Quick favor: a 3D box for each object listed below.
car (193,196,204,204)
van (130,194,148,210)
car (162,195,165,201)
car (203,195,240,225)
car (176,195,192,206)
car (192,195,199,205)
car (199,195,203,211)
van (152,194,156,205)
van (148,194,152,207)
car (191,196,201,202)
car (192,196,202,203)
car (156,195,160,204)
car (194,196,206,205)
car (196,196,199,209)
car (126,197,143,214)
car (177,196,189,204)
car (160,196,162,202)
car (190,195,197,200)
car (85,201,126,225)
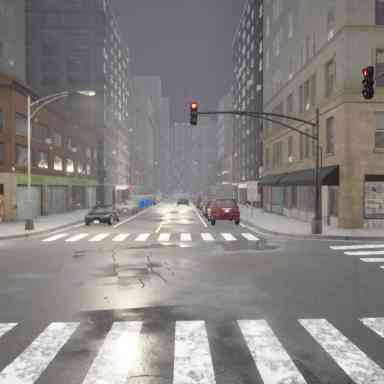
[{"bbox_3d":[1.151,1.559,63.179,1.947,1.339,4.313,-1,0,-2],"label":"car"},{"bbox_3d":[-6.768,1.343,40.609,1.690,1.788,3.998,-1,0,-2],"label":"van"},{"bbox_3d":[-7.689,1.427,74.111,1.967,1.590,4.097,-1,0,-2],"label":"car"},{"bbox_3d":[2.215,1.318,24.092,2.192,1.841,5.009,-1,0,-2],"label":"car"},{"bbox_3d":[-1.440,1.503,53.438,1.837,1.490,4.892,0,0,-2],"label":"car"},{"bbox_3d":[1.605,1.316,46.428,2.192,1.841,5.009,-1,0,-2],"label":"car"},{"bbox_3d":[2.063,1.318,29.677,2.192,1.841,5.009,-1,0,-2],"label":"car"},{"bbox_3d":[-7.076,1.340,51.777,1.690,1.788,3.998,-1,0,-2],"label":"van"},{"bbox_3d":[-6.922,1.342,46.194,1.690,1.788,3.998,-1,0,-2],"label":"van"},{"bbox_3d":[0.846,1.538,74.347,2.008,1.369,4.403,-1,0,-2],"label":"car"},{"bbox_3d":[0.999,1.556,68.763,1.947,1.339,4.313,-1,0,-2],"label":"car"},{"bbox_3d":[-7.230,1.311,57.361,2.192,1.841,5.009,-1,0,-2],"label":"car"},{"bbox_3d":[1.298,1.521,57.766,1.752,1.417,4.829,-1,0,-2],"label":"car"},{"bbox_3d":[1.756,1.527,41.014,1.752,1.417,4.829,-1,0,-2],"label":"car"},{"bbox_3d":[-6.608,1.528,34.856,1.752,1.417,4.829,-1,0,-2],"label":"car"},{"bbox_3d":[-1.727,1.540,63.856,2.033,1.411,5.357,0,0,-2],"label":"car"},{"bbox_3d":[-7.382,1.433,62.945,1.967,1.590,4.097,-1,0,-2],"label":"car"},{"bbox_3d":[0.389,1.524,91.098,2.008,1.369,4.403,-1,0,-2],"label":"car"},{"bbox_3d":[-6.305,1.569,23.859,1.947,1.339,4.313,-1,0,-2],"label":"car"}]
